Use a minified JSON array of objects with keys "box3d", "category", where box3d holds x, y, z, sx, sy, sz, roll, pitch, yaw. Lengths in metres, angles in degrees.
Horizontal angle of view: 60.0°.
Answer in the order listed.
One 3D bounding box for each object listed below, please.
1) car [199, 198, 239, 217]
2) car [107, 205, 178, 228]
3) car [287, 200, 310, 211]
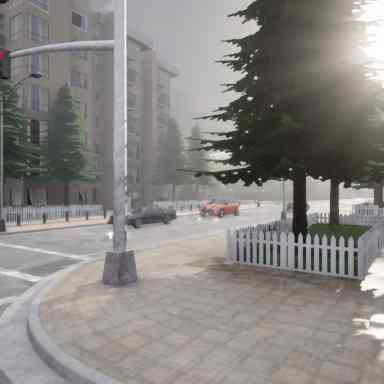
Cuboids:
[{"box3d":[2.586,1.367,31.021,2.097,1.767,4.553,0,0,34],"category":"car"},{"box3d":[-3.135,1.563,22.479,2.033,1.411,5.357,0,0,34],"category":"car"},{"box3d":[12.734,1.541,39.729,1.812,1.442,4.674,0,0,32],"category":"car"}]
